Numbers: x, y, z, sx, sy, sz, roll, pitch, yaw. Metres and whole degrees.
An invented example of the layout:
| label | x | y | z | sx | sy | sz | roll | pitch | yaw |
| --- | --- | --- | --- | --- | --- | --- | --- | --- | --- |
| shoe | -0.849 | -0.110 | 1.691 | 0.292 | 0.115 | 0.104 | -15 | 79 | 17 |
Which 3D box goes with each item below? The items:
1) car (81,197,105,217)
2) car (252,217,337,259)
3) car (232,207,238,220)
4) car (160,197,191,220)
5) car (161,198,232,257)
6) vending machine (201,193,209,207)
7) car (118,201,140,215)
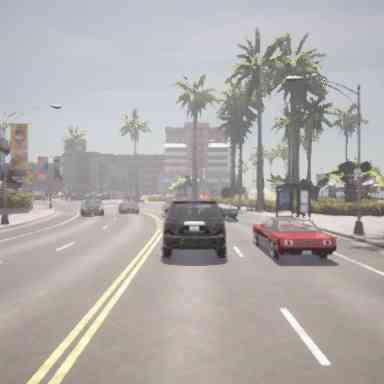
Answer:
| label | x | y | z | sx | sy | sz | roll | pitch | yaw |
| --- | --- | --- | --- | --- | --- | --- | --- | --- | --- |
| car | -9.486 | 1.377 | 31.948 | 2.097 | 1.767 | 4.553 | 0 | 0 | -16 |
| car | 3.574 | 1.610 | 12.604 | 1.895 | 1.301 | 4.718 | 0 | 0 | -1 |
| car | 2.323 | 1.621 | 27.891 | 1.895 | 1.301 | 4.718 | 0 | 0 | -9 |
| car | -1.517 | 1.374 | 29.183 | 2.097 | 1.767 | 4.553 | 0 | 0 | -10 |
| car | 0.068 | 1.232 | 13.110 | 2.150 | 2.045 | 5.566 | 0 | 0 | 0 |
| vending machine | 2.049 | 1.234 | 52.680 | 1.100 | 2.100 | 0.880 | 0 | 0 | -26 |
| car | -6.580 | 1.590 | 34.555 | 1.994 | 1.385 | 4.181 | 0 | 0 | -17 |
